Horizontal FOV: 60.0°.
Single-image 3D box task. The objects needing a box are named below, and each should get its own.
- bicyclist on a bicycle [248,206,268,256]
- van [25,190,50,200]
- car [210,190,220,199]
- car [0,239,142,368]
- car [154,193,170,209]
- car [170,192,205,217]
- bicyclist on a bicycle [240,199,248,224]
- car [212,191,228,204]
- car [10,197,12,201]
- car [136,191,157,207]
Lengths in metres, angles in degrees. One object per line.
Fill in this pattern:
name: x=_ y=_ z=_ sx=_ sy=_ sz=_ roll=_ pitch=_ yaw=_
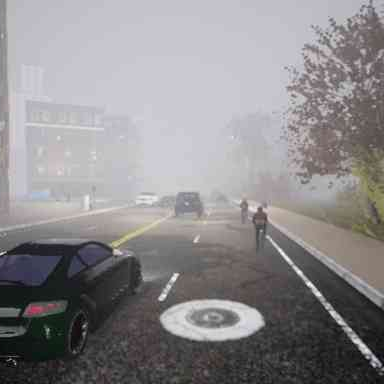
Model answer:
bicyclist on a bicycle: x=2.398 y=1.338 z=11.652 sx=0.582 sy=1.620 sz=1.656 roll=0 pitch=0 yaw=6
van: x=-26.294 y=0.498 z=56.889 sx=3.998 sy=1.788 sz=1.690 roll=0 pitch=0 yaw=-26
car: x=5.058 y=0.541 z=71.921 sx=2.150 sy=2.045 sz=5.566 roll=0 pitch=1 yaw=1
car: x=-2.284 y=1.519 z=5.933 sx=1.994 sy=1.385 sz=4.181 roll=0 pitch=1 yaw=6
car: x=-2.795 y=1.135 z=39.458 sx=1.882 sy=1.535 sz=5.008 roll=0 pitch=0 yaw=4
car: x=-0.168 y=0.970 z=28.143 sx=2.150 sy=2.045 sz=5.566 roll=0 pitch=1 yaw=5
bicyclist on a bicycle: x=3.263 y=1.254 z=20.699 sx=0.582 sy=1.620 sz=1.656 roll=0 pitch=0 yaw=5
car: x=4.552 y=1.009 z=52.233 sx=1.837 sy=1.490 sz=4.892 roll=0 pitch=1 yaw=3
car: x=-27.718 y=0.814 z=46.833 sx=4.206 sy=1.307 sz=1.802 roll=0 pitch=-1 yaw=-26
car: x=-5.755 y=0.858 z=43.373 sx=2.150 sy=2.045 sz=5.566 roll=0 pitch=0 yaw=3
